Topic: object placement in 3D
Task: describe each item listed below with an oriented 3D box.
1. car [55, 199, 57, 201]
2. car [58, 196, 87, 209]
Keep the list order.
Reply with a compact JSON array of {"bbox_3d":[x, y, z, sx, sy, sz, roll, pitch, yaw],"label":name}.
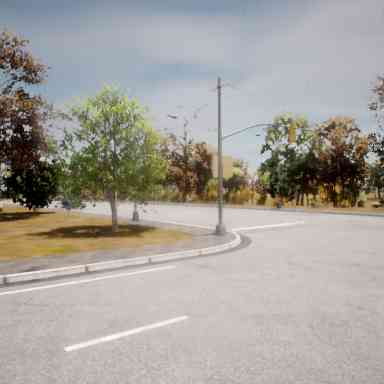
[{"bbox_3d":[-35.470,1.717,88.618,1.895,1.301,4.718,-1,0,-28],"label":"car"},{"bbox_3d":[-15.441,1.408,43.623,1.882,1.535,5.008,-1,0,-39],"label":"car"}]
